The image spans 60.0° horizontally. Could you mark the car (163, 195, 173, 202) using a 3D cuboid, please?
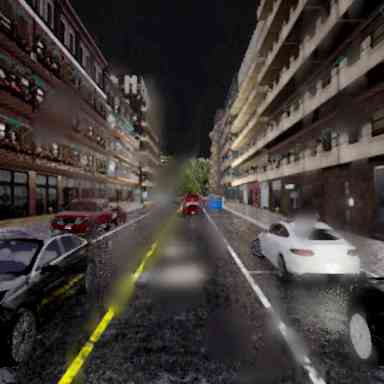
[{"bbox_3d":[-5.671,1.526,79.073,2.008,1.369,4.403,1,0,0],"label":"car"}]

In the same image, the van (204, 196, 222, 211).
[{"bbox_3d":[2.711,1.328,40.034,1.690,1.788,3.998,1,0,0],"label":"van"}]

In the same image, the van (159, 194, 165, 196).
[{"bbox_3d":[-5.670,1.321,62.359,1.690,1.788,3.998,1,0,0],"label":"van"}]

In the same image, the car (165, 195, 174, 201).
[{"bbox_3d":[-5.671,1.556,84.643,1.802,1.307,4.206,1,0,0],"label":"car"}]

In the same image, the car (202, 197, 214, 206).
[{"bbox_3d":[2.686,1.526,56.748,1.887,1.381,4.507,1,0,0],"label":"car"}]

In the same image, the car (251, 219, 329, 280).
[{"bbox_3d":[3.149,1.522,9.779,1.812,1.442,4.674,0,0,0],"label":"car"}]

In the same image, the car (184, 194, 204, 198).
[{"bbox_3d":[0.068,1.209,44.233,2.150,2.045,5.566,0,0,0],"label":"car"}]

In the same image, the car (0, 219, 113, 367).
[{"bbox_3d":[-3.101,1.488,5.835,2.128,1.511,4.902,0,0,0],"label":"car"}]

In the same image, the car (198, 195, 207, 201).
[{"bbox_3d":[2.677,1.524,84.603,2.008,1.369,4.403,1,0,0],"label":"car"}]

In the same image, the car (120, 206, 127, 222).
[{"bbox_3d":[-5.677,1.574,23.362,1.802,1.307,4.206,1,0,0],"label":"car"}]

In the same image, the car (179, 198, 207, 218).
[{"bbox_3d":[0.085,1.516,29.547,1.812,1.442,4.674,0,0,0],"label":"car"}]

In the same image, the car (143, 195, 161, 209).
[{"bbox_3d":[-5.674,1.510,45.476,1.752,1.417,4.829,1,0,0],"label":"car"}]

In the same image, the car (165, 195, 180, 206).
[{"bbox_3d":[-3.027,1.459,55.659,1.882,1.535,5.008,0,0,0],"label":"car"}]

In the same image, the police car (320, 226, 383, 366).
[{"bbox_3d":[3.134,1.424,2.888,1.930,1.638,5.238,0,0,0],"label":"police car"}]

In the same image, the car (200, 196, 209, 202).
[{"bbox_3d":[2.675,1.559,73.461,1.802,1.307,4.206,1,0,0],"label":"car"}]

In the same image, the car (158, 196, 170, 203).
[{"bbox_3d":[-5.672,1.529,67.929,2.008,1.369,4.403,1,0,0],"label":"car"}]

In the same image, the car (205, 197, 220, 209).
[{"bbox_3d":[2.713,1.510,45.775,1.752,1.417,4.829,1,0,0],"label":"car"}]

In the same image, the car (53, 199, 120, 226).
[{"bbox_3d":[-5.674,1.309,17.790,2.192,1.841,5.009,1,0,0],"label":"car"}]

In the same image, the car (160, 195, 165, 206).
[{"bbox_3d":[-5.674,1.549,51.217,1.947,1.339,4.313,1,0,0],"label":"car"}]

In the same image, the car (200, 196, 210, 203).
[{"bbox_3d":[2.675,1.544,67.890,1.947,1.339,4.313,1,0,0],"label":"car"}]
